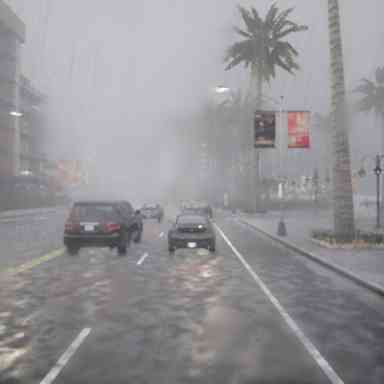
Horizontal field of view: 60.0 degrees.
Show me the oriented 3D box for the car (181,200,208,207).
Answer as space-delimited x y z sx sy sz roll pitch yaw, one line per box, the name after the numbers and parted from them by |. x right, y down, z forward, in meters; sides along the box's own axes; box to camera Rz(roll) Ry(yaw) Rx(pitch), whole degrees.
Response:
-0.002 1.761 28.865 2.128 1.511 4.902 0 -1 0 | car

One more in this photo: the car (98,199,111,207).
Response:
-17.037 2.105 64.729 1.837 1.490 4.892 1 -1 -23 | car

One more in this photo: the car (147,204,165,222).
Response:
-3.498 1.766 29.290 2.128 1.511 4.902 0 0 0 | car

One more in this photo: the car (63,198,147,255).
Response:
-3.500 1.348 14.022 2.150 2.045 5.566 0 0 0 | car

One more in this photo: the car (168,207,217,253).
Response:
0.003 1.642 14.309 1.837 1.490 4.892 0 0 0 | car

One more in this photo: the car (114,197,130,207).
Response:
-14.066 1.973 66.606 2.097 1.767 4.553 0 -1 -24 | car

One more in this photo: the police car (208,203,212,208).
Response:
1.047 1.749 34.686 1.930 1.638 5.238 0 -1 0 | police car

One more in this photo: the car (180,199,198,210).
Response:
-0.557 1.940 51.922 1.801 1.575 5.366 0 -1 -12 | car
